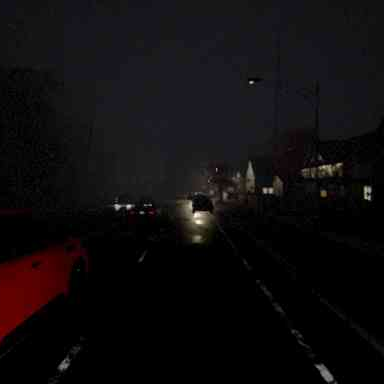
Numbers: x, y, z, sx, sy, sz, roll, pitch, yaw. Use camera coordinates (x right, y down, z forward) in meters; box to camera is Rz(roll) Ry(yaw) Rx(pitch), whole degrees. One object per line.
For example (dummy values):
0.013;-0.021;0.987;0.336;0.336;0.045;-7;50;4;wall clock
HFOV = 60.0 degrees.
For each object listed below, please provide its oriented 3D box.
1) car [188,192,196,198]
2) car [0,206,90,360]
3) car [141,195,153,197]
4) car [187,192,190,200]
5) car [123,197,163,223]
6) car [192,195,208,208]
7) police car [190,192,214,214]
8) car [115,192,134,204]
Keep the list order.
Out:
-0.015;0.655;82.374;1.895;1.301;4.718;0;1;0;car
-3.151;1.182;4.424;2.150;2.045;5.566;0;1;0;car
-6.557;1.090;49.110;1.994;1.385;4.181;0;1;1;car
-0.010;0.905;65.253;2.033;1.411;5.357;0;1;0;car
-3.154;1.327;23.427;2.033;1.411;5.357;0;1;0;car
0.967;1.134;41.097;1.812;1.442;4.674;0;1;0;car
0.969;1.130;31.206;1.930;1.638;5.238;0;1;0;police car
-9.807;0.879;49.009;2.097;1.767;4.553;0;1;1;car
